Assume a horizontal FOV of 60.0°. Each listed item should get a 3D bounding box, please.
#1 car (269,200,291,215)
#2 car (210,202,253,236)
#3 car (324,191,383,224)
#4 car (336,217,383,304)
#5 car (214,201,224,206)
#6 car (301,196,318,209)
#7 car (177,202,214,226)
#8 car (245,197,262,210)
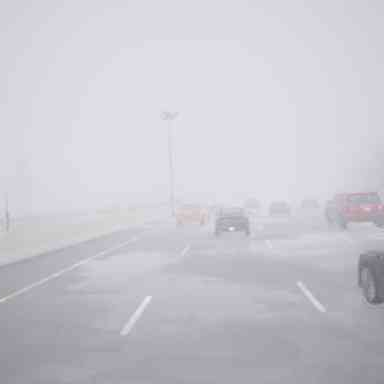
[{"bbox_3d":[8.852,1.526,33.563,1.994,1.385,4.181,-3,-1,15],"label":"car"},{"bbox_3d":[2.369,1.609,19.246,1.837,1.490,4.892,-3,-1,9],"label":"car"},{"bbox_3d":[9.538,0.999,19.891,2.150,2.045,5.566,-3,-1,10],"label":"car"},{"bbox_3d":[4.170,1.354,4.927,2.128,1.511,4.902,-3,-1,5],"label":"car"},{"bbox_3d":[3.154,1.820,39.682,1.812,1.442,4.674,-3,-1,16],"label":"car"},{"bbox_3d":[14.750,1.273,41.989,2.128,1.511,4.902,-3,-1,16],"label":"car"},{"bbox_3d":[0.198,1.642,26.924,2.097,1.767,4.553,-3,-1,11],"label":"car"},{"bbox_3d":[8.011,1.468,43.917,2.097,1.767,4.553,-3,-1,16],"label":"car"}]
